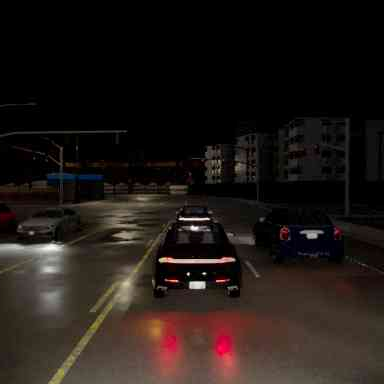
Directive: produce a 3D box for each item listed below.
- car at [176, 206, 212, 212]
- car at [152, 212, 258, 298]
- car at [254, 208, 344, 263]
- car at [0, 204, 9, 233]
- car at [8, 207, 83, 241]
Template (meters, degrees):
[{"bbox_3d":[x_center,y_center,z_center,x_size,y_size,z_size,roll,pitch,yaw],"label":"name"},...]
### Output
[{"bbox_3d":[0.115,1.474,17.962,2.128,1.511,4.902,0,0,0],"label":"car"},{"bbox_3d":[0.104,1.500,8.549,2.128,1.511,4.902,0,0,0],"label":"car"},{"bbox_3d":[3.608,1.346,12.111,2.097,1.767,4.553,0,0,0],"label":"car"},{"bbox_3d":[-10.527,1.364,16.129,2.097,1.767,4.553,0,0,1],"label":"car"},{"bbox_3d":[-7.016,1.525,16.908,1.812,1.442,4.674,0,0,1],"label":"car"}]
